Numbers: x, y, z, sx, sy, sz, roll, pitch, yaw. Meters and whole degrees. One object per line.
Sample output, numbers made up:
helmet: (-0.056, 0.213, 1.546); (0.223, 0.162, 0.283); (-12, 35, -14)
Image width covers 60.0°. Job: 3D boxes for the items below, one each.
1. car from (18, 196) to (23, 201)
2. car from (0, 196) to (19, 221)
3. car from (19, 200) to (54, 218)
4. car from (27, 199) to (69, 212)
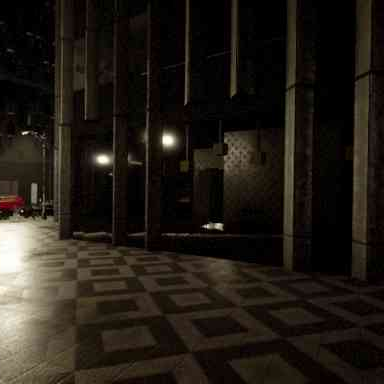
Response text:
car: (-20.848, 1.354, 36.167); (2.192, 1.841, 5.009); (1, 0, 35)
car: (-17.147, 1.463, 26.632); (2.192, 1.841, 5.009); (1, 0, 35)
car: (-13.894, 1.743, 31.243); (1.947, 1.339, 4.313); (1, 0, 35)
car: (-17.596, 1.634, 40.777); (1.947, 1.339, 4.313); (1, 0, 35)
